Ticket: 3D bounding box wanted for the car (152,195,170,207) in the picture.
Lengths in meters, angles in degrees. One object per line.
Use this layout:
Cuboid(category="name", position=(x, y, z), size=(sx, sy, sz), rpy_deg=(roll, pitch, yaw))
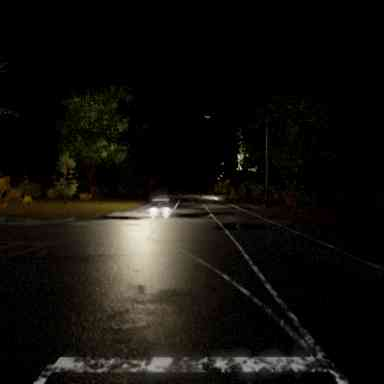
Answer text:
Cuboid(category="car", position=(-3.681, 1.067, 39.808), size=(1.895, 1.301, 4.718), rpy_deg=(0, 1, 0))
